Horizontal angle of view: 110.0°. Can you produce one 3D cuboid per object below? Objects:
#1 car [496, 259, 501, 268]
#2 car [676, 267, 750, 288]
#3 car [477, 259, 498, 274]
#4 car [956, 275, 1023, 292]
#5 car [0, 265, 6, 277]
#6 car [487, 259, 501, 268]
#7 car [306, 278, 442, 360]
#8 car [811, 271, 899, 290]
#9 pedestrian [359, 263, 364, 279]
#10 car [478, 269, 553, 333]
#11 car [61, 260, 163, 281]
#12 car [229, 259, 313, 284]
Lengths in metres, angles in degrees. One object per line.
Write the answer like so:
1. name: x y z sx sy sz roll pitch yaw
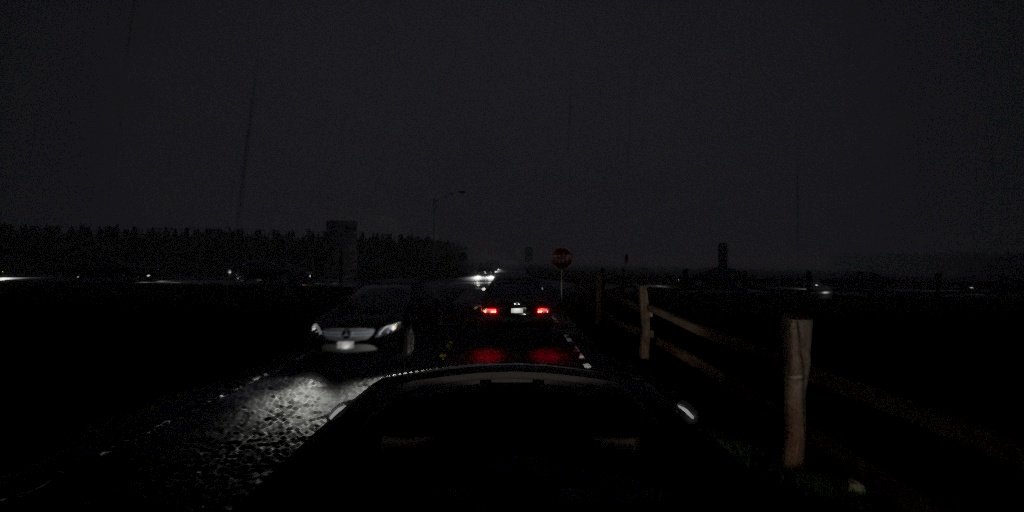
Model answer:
1. car: -2.937 1.305 50.359 2.033 1.411 5.357 0 0 0
2. car: 14.613 1.559 26.222 4.892 1.490 1.837 1 -1 0
3. car: -2.919 1.357 40.514 1.895 1.301 4.718 0 0 0
4. car: 35.931 2.038 26.315 4.718 1.301 1.895 1 -1 0
5. car: -35.627 0.698 23.039 4.181 1.385 1.994 1 -1 0
6. car: -2.942 1.250 60.488 2.128 1.511 4.902 0 0 0
7. car: -2.871 1.277 8.516 1.812 1.442 4.674 0 0 0
8. car: 24.965 1.787 26.276 5.357 1.411 2.033 1 -1 -1
9. pedestrian: -12.223 1.170 29.119 0.375 1.300 0.375 0 -2 0
10. car: 0.047 1.299 10.723 2.033 1.411 5.357 0 0 -1
11. car: -25.600 0.912 23.080 4.718 1.301 1.895 1 -1 0
12. car: -15.388 0.984 23.074 4.902 1.511 2.128 1 -1 2
